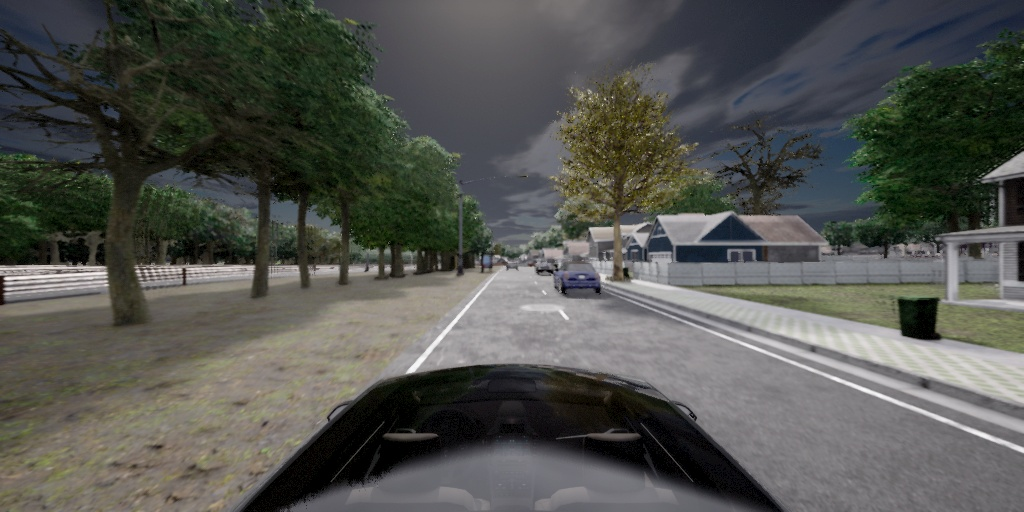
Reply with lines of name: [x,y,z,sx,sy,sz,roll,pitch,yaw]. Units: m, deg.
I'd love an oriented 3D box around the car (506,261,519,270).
car: [0.041,1.534,57.672,2.128,1.511,4.902,0,-1,0]

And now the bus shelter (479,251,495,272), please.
bus shelter: [-3.478,0.765,47.987,1.920,2.740,3.880,0,0,0]

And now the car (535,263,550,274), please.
car: [3.617,1.417,41.259,1.895,1.301,4.718,0,-1,0]

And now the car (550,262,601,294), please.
car: [3.582,1.095,20.459,2.097,1.767,4.553,0,0,0]
